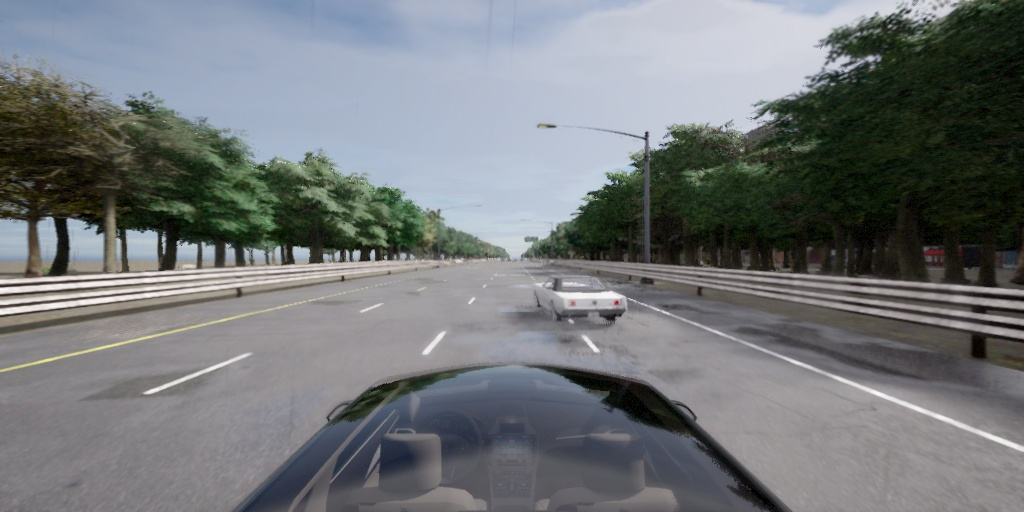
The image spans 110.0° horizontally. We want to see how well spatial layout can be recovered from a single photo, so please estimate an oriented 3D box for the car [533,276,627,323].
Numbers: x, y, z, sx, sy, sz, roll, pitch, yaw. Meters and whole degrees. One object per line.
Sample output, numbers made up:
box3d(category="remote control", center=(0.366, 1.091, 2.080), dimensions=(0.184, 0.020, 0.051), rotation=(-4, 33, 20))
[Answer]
box3d(category="car", center=(1.959, 1.295, 11.907), dimensions=(1.895, 1.301, 4.718), rotation=(0, 0, -7))
